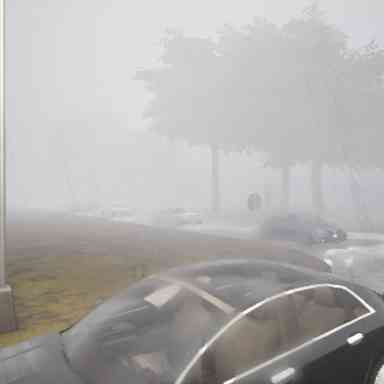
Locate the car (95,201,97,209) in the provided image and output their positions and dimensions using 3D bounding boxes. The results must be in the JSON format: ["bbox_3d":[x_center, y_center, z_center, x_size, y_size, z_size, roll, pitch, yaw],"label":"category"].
[{"bbox_3d":[-15.947,2.059,51.415,1.837,1.490,4.892,-1,0,-35],"label":"car"}]

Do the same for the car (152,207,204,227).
[{"bbox_3d":[-1.138,1.846,25.357,1.895,1.301,4.718,-1,0,-35],"label":"car"}]

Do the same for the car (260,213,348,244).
[{"bbox_3d":[5.123,1.687,15.781,1.994,1.385,4.181,-1,0,-28],"label":"car"}]

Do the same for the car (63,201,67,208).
[{"bbox_3d":[-21.789,2.283,59.666,1.895,1.301,4.718,-1,0,-34],"label":"car"}]

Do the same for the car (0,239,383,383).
[{"bbox_3d":[0.181,1.506,3.082,4.892,1.490,1.837,1,0,-36],"label":"car"}]

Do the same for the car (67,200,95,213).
[{"bbox_3d":[-15.145,2.050,45.242,1.812,1.442,4.674,-1,0,-35],"label":"car"}]

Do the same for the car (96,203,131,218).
[{"bbox_3d":[-8.160,1.907,35.288,1.812,1.442,4.674,-1,0,-35],"label":"car"}]
